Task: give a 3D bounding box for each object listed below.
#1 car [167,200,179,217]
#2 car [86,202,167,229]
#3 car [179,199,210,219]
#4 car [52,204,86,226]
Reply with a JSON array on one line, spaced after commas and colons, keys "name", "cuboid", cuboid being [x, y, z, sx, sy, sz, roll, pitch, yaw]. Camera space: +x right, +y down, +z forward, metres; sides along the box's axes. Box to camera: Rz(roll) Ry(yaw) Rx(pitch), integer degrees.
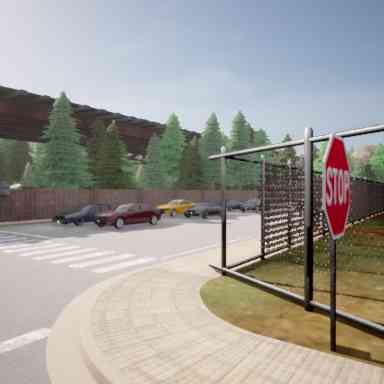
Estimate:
[{"name": "car", "cuboid": [-1.406, 1.477, 31.750, 1.882, 1.535, 5.008, 0, 0, 36]}, {"name": "car", "cuboid": [-4.154, 1.477, 22.004, 1.882, 1.535, 5.008, 0, 0, 36]}, {"name": "car", "cuboid": [1.126, 1.563, 29.279, 1.994, 1.385, 4.181, 0, 0, 36]}, {"name": "car", "cuboid": [-7.155, 1.546, 23.828, 2.033, 1.411, 5.357, 0, 0, 36]}]
